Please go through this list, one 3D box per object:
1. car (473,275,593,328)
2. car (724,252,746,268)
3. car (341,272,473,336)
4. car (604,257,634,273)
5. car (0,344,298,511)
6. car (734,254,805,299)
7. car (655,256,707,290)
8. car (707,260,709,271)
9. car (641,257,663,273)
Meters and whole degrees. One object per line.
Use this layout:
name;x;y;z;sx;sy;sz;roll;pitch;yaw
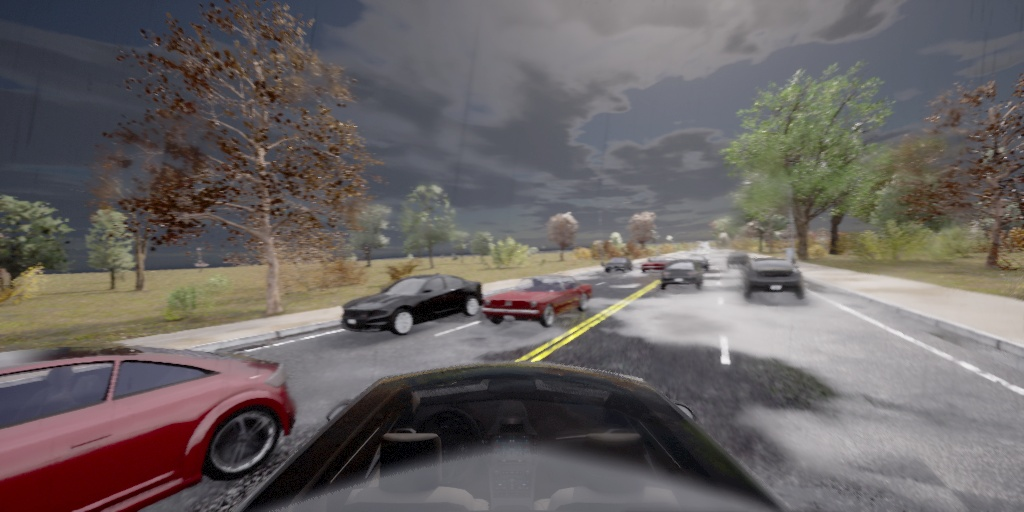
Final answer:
car;1.003;1.301;11.493;1.895;1.301;4.718;-2;0;30
car;21.679;0.346;34.495;1.837;1.490;4.892;-2;0;30
car;-2.857;1.331;11.310;1.882;1.535;5.008;-2;0;30
car;10.361;0.843;34.491;2.033;1.411;5.357;-2;0;30
car;-4.036;1.472;2.639;1.994;1.385;4.181;-2;0;29
car;10.494;0.824;14.756;1.837;1.490;4.892;-2;0;30
car;8.934;0.902;18.768;1.812;1.442;4.674;-2;0;30
car;16.677;0.647;32.321;1.895;1.301;4.718;-2;0;30
car;13.026;0.793;32.608;1.895;1.301;4.718;-2;0;30
